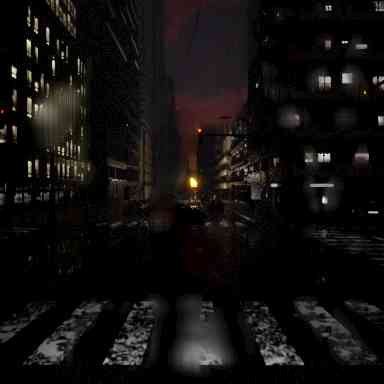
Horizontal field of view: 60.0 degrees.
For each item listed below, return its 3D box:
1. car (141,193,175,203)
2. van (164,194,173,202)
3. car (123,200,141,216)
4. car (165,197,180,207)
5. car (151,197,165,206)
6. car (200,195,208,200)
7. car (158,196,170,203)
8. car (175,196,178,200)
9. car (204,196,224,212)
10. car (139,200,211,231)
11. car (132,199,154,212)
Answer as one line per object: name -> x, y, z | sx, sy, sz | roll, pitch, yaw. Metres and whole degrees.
car -> -3.037, 1.213, 31.163 | 2.150, 2.045, 5.566 | 0, 0, 0
van -> -5.538, 1.323, 78.270 | 1.690, 1.788, 3.998 | -1, 0, 0
car -> -5.634, 1.516, 32.863 | 1.752, 1.417, 4.829 | -1, 0, 0
car -> -2.977, 1.534, 52.186 | 2.033, 1.411, 5.357 | 0, 0, 0
car -> -5.584, 1.531, 55.651 | 1.887, 1.381, 4.507 | -1, 0, 0
car -> 2.831, 1.423, 72.597 | 1.967, 1.590, 4.097 | -1, 0, 0
car -> -5.559, 1.529, 66.960 | 1.887, 1.381, 4.507 | -1, 0, 0
car -> -3.006, 1.210, 41.928 | 2.150, 2.045, 5.566 | 0, 0, 0
car -> 2.759, 1.540, 38.669 | 2.008, 1.369, 4.403 | -1, 0, 0
car -> -0.852, 1.485, 20.588 | 2.128, 1.511, 4.902 | 0, 0, 24
car -> -5.621, 1.555, 38.687 | 1.947, 1.339, 4.313 | -1, 0, 0
